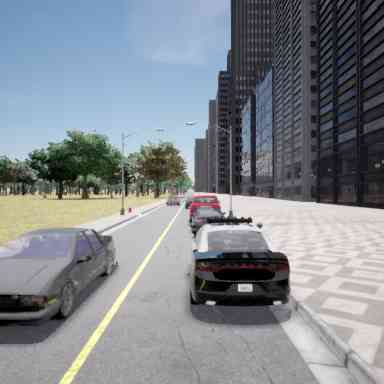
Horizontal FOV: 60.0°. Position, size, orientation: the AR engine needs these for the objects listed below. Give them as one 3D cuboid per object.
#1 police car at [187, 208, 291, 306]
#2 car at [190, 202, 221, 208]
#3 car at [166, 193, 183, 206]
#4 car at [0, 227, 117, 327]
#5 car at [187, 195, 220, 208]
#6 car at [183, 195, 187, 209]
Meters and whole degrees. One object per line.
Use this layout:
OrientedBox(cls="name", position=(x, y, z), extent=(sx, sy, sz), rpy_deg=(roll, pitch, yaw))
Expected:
OrientedBox(cls="police car", position=(0.906, 1.425, 8.236), extent=(1.930, 1.638, 5.238), rpy_deg=(0, 0, 0))
OrientedBox(cls="car", position=(0.911, 1.521, 18.127), extent=(1.812, 1.442, 4.674), rpy_deg=(0, 0, 0))
OrientedBox(cls="car", position=(-2.970, 1.294, 52.577), extent=(2.097, 1.767, 4.553), rpy_deg=(0, 0, 0))
OrientedBox(cls="car", position=(-3.092, 1.548, 7.549), extent=(2.033, 1.411, 5.357), rpy_deg=(0, 0, 0))
OrientedBox(cls="car", position=(0.913, 1.213, 24.157), extent=(2.150, 2.045, 5.566), rpy_deg=(0, 0, 0))
OrientedBox(cls="car", position=(0.050, 1.461, 44.995), extent=(1.837, 1.490, 4.892), rpy_deg=(0, 0, 1))
